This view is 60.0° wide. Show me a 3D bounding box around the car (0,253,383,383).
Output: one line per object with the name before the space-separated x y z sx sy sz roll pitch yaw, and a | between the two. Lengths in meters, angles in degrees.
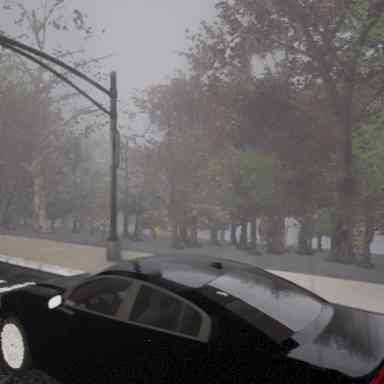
car | -0.410 1.508 3.984 5.008 1.535 1.882 -1 0 36
